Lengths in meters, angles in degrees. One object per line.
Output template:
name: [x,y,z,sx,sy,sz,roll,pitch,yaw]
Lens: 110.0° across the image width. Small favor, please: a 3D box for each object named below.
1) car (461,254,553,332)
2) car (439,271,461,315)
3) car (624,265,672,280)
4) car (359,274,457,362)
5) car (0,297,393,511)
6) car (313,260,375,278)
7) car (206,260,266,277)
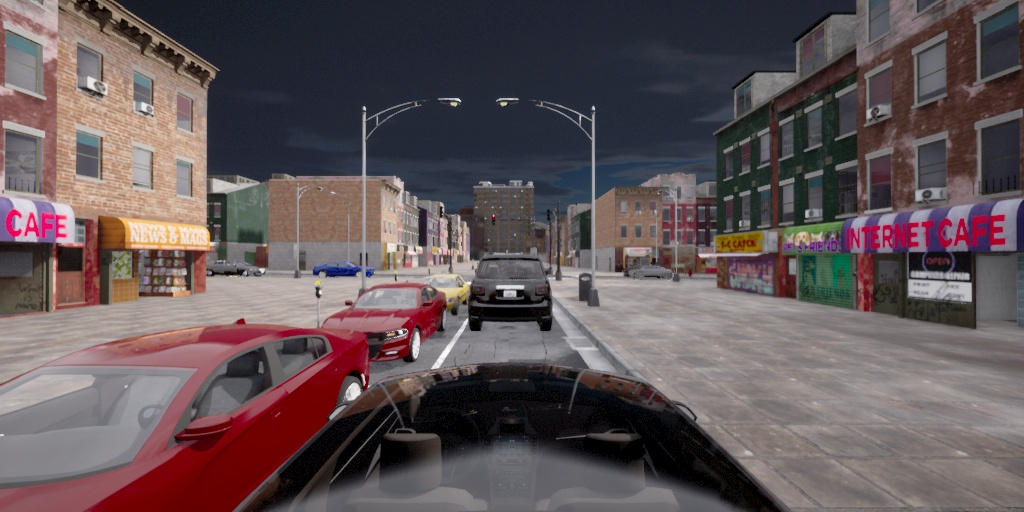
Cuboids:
car: [-0.019,0.974,11.027,2.150,2.045,5.566,0,0,1]
car: [-2.625,1.279,13.533,1.751,1.417,4.829,0,0,0]
car: [12.794,1.502,33.868,4.181,1.385,1.994,1,0,0]
car: [-2.630,1.296,8.210,1.888,1.381,4.507,0,0,0]
car: [-2.636,1.295,2.716,1.888,1.381,4.507,0,0,0]
car: [-14.355,1.148,30.803,5.008,1.535,1.882,0,0,-1]
car: [-23.854,1.095,30.768,4.902,1.511,2.128,0,0,0]
